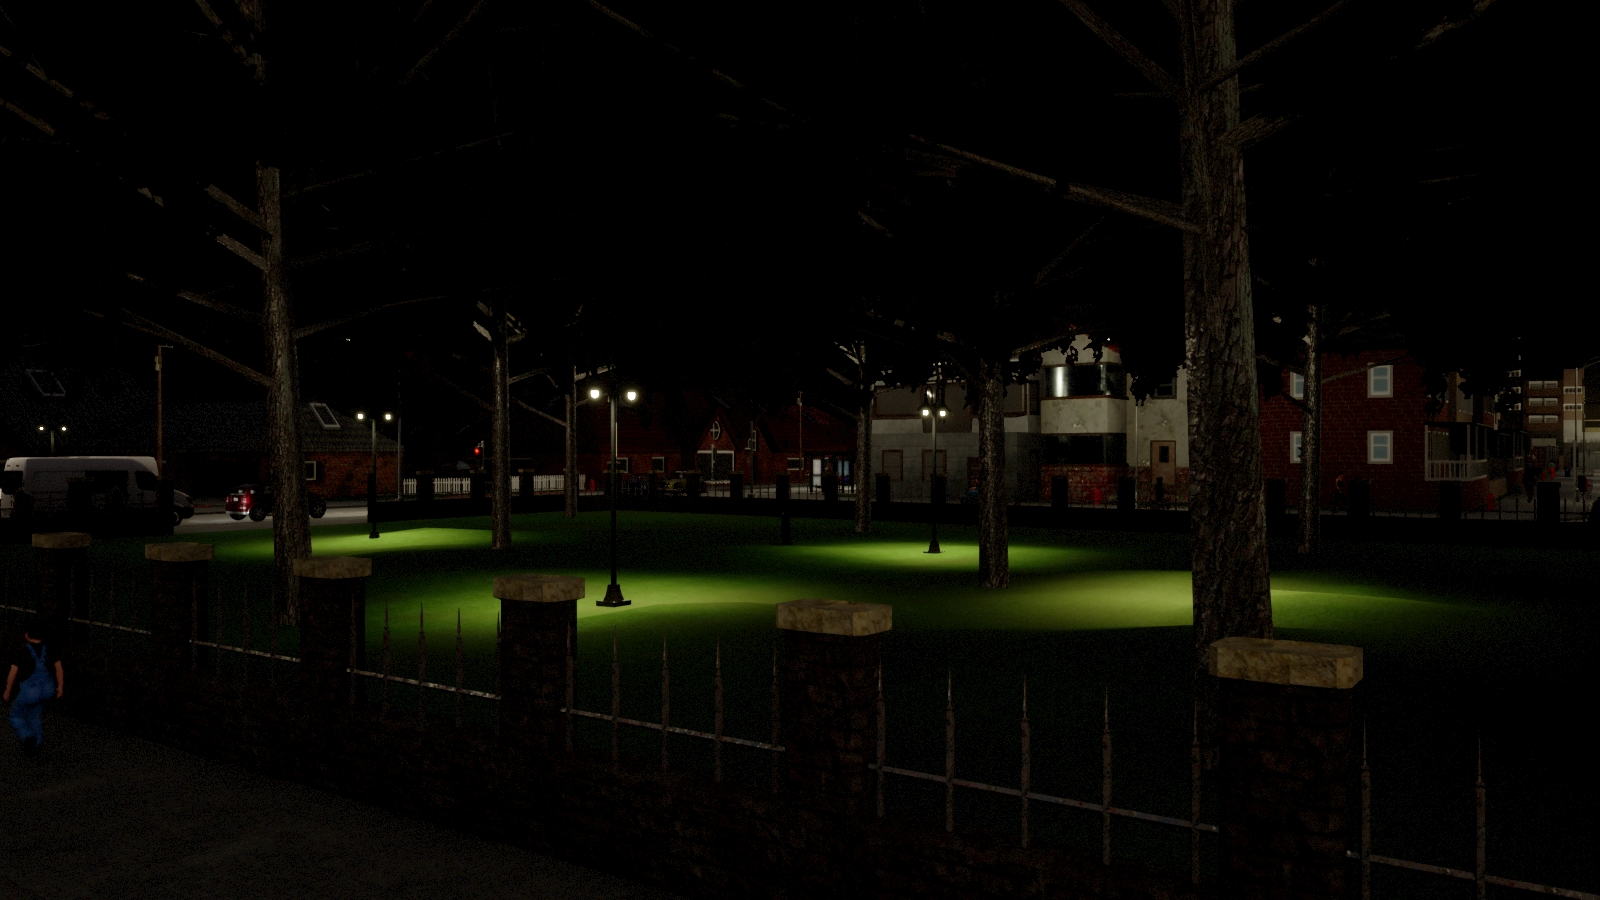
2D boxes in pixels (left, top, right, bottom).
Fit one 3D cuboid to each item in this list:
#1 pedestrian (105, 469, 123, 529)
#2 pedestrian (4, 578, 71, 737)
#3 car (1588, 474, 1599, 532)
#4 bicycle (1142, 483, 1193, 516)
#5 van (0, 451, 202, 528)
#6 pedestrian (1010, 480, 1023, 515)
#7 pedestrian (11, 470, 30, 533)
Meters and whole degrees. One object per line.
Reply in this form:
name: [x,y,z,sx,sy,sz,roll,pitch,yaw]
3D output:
pedestrian: [-21.595,1.525,35.964,0.375,1.860,0.375,0,0,37]
pedestrian: [-6.703,1.805,10.043,0.375,1.300,0.375,0,0,35]
car: [27.343,1.685,35.629,4.553,1.767,2.097,0,0,35]
bicycle: [14.372,1.939,44.698,1.835,1.271,0.329,-1,-1,35]
van: [-24.847,1.314,40.778,1.988,2.561,5.915,0,0,36]
pedestrian: [8.225,1.804,43.329,0.375,1.300,0.375,0,0,31]
pedestrian: [-23.144,1.525,33.939,0.375,1.860,0.375,0,0,40]
